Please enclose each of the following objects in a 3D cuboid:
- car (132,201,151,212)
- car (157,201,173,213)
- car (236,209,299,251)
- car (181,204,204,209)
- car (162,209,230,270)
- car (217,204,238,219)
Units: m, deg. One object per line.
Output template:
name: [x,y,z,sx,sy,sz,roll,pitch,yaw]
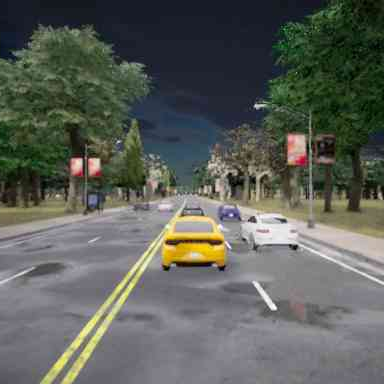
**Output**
car: [-6.692,1.956,44.805,2.033,1.411,5.357,0,-1,0]
car: [-3.438,1.922,43.623,1.812,1.442,4.674,0,-1,0]
car: [3.324,1.661,14.792,1.812,1.442,4.674,0,-1,0]
car: [0.040,1.757,29.110,2.128,1.511,4.902,0,-1,0]
car: [0.066,1.583,11.510,1.882,1.535,5.008,0,0,0]
car: [3.288,1.800,30.196,1.812,1.442,4.674,0,-1,0]
